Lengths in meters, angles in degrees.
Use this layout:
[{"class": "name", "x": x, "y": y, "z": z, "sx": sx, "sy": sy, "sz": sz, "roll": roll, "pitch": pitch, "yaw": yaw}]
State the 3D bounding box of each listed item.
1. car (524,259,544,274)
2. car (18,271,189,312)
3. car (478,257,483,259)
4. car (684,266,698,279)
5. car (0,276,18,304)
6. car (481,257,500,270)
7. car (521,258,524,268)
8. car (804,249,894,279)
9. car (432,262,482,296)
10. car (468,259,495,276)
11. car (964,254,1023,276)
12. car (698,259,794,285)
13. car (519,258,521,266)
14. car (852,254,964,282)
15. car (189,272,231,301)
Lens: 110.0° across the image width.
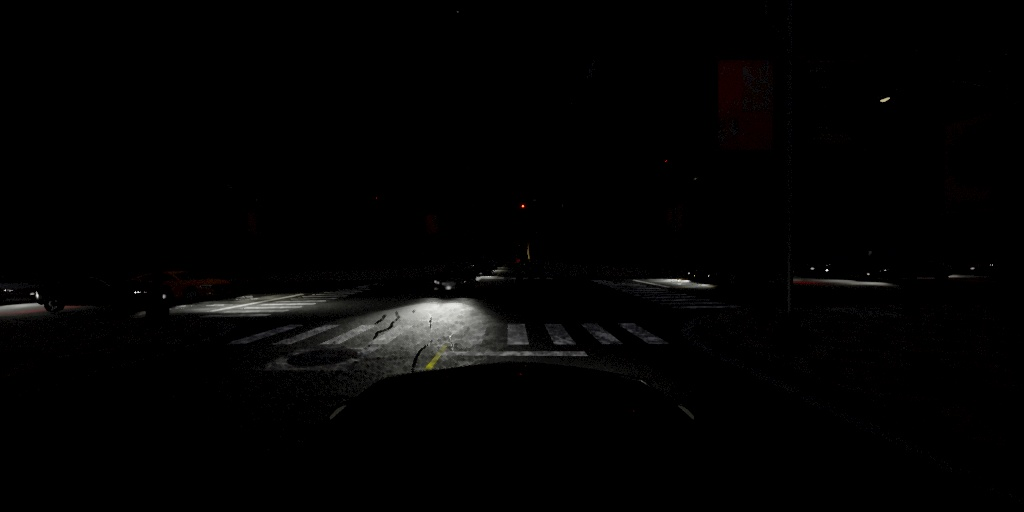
[{"class": "car", "x": 2.726, "y": 1.305, "z": 41.122, "sx": 2.007, "sy": 1.370, "sz": 4.403, "roll": 0, "pitch": 0, "yaw": 0}, {"class": "car", "x": -17.629, "y": 1.546, "z": 15.661, "sx": 4.902, "sy": 1.511, "sz": 2.128, "roll": -1, "pitch": 0, "yaw": 2}, {"class": "car", "x": -5.897, "y": 1.328, "z": 60.646, "sx": 1.948, "sy": 1.339, "sz": 4.313, "roll": 0, "pitch": 0, "yaw": 0}, {"class": "car", "x": 14.654, "y": 1.020, "z": 25.657, "sx": 4.181, "sy": 1.385, "sz": 1.994, "roll": -1, "pitch": 0, "yaw": 0}, {"class": "car", "x": -27.627, "y": 1.763, "z": 18.884, "sx": 4.674, "sy": 1.442, "sz": 1.812, "roll": -1, "pitch": 0, "yaw": 0}, {"class": "car", "x": -3.190, "y": 1.284, "z": 52.608, "sx": 1.812, "sy": 1.442, "sz": 4.674, "roll": 0, "pitch": 0, "yaw": 0}, {"class": "car", "x": 2.671, "y": 1.303, "z": 52.011, "sx": 1.888, "sy": 1.381, "sz": 4.507, "roll": 0, "pitch": 0, "yaw": 0}, {"class": "car", "x": 24.264, "y": 0.510, "z": 25.676, "sx": 5.566, "sy": 2.045, "sz": 2.150, "roll": -1, "pitch": 0, "yaw": 0}, {"class": "car", "x": -3.058, "y": 1.261, "z": 19.736, "sx": 2.128, "sy": 1.511, "sz": 4.902, "roll": 0, "pitch": 0, "yaw": 0}, {"class": "car", "x": -3.070, "y": 1.301, "z": 37.164, "sx": 2.033, "sy": 1.411, "sz": 5.357, "roll": 0, "pitch": 0, "yaw": -2}, {"class": "car", "x": 35.453, "y": 0.587, "z": 25.682, "sx": 4.902, "sy": 1.511, "sz": 2.128, "roll": -1, "pitch": 0, "yaw": 0}, {"class": "car", "x": 14.728, "y": 0.965, "z": 22.387, "sx": 4.892, "sy": 1.490, "sz": 1.837, "roll": -1, "pitch": 0, "yaw": 2}, {"class": "car", "x": 2.644, "y": 1.311, "z": 57.455, "sx": 2.007, "sy": 1.370, "sz": 4.403, "roll": 0, "pitch": 0, "yaw": 0}, {"class": "car", "x": 24.611, "y": 0.812, "z": 22.428, "sx": 4.674, "sy": 1.442, "sz": 1.812, "roll": -1, "pitch": 0, "yaw": 0}, {"class": "car", "x": -17.652, "y": 1.528, "z": 18.905, "sx": 5.008, "sy": 1.535, "sz": 1.882, "roll": -1, "pitch": 0, "yaw": 2}]
